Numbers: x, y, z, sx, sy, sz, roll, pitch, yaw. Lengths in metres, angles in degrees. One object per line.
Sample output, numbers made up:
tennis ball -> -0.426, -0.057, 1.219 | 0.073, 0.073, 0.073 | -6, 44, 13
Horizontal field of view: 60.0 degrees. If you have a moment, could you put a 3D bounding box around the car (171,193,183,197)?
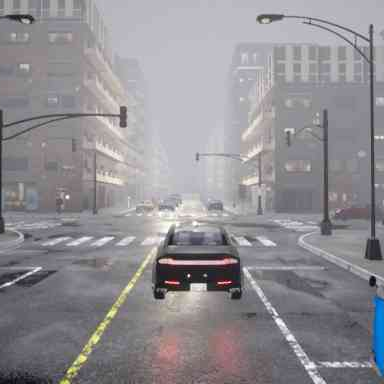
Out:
car -> -2.929, 1.245, 61.484 | 2.150, 2.045, 5.566 | 0, 0, 1

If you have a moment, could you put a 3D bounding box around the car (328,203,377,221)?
car -> 13.703, 1.608, 28.008 | 4.097, 1.590, 1.967 | 0, -1, 1

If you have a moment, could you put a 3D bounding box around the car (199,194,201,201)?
car -> 2.852, 1.552, 68.230 | 1.752, 1.417, 4.829 | 1, 0, 0

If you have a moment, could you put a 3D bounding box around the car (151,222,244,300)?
car -> 0.119, 1.494, 8.389 | 2.128, 1.511, 4.902 | 0, 0, 0

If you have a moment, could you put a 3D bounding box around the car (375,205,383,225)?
car -> 13.581, 1.583, 19.627 | 4.313, 1.339, 1.947 | 0, -1, 1

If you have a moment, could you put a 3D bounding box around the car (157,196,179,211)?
car -> -3.012, 1.562, 40.843 | 2.033, 1.411, 5.357 | 0, 0, 0

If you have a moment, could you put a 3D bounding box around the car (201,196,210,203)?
car -> 2.863, 1.612, 73.702 | 1.802, 1.307, 4.206 | 1, 0, 0

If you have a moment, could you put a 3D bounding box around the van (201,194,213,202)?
van -> 2.830, 1.362, 56.774 | 1.690, 1.788, 3.998 | 1, 0, 0

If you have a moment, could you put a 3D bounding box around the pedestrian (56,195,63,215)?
pedestrian -> -12.471, 1.217, 31.322 | 0.375, 1.860, 0.375 | 0, -1, 1

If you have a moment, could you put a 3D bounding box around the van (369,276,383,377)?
van -> 2.678, 1.342, 1.900 | 1.690, 1.788, 3.998 | 1, 0, 0

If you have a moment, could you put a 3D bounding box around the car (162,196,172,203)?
car -> -5.516, 1.575, 73.721 | 1.887, 1.381, 4.507 | 1, 0, 0

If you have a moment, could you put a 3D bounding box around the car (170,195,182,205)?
car -> -2.983, 1.544, 50.747 | 1.812, 1.442, 4.674 | 0, 0, 0

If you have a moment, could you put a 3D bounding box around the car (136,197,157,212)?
car -> -5.590, 1.539, 39.695 | 1.752, 1.417, 4.829 | 1, 0, 0

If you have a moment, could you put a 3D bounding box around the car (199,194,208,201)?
car -> 2.892, 1.352, 84.987 | 2.192, 1.841, 5.009 | 1, 0, 0

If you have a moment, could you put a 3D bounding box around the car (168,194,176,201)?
car -> -5.478, 1.480, 90.649 | 1.967, 1.590, 4.097 | 1, 0, 0

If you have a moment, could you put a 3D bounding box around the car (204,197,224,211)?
car -> 2.790, 1.580, 39.847 | 1.947, 1.339, 4.313 | 1, 0, 0

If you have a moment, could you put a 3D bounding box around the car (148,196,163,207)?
car -> -5.564, 1.459, 51.150 | 1.967, 1.590, 4.097 | 1, 0, 0

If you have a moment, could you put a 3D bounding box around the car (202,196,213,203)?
car -> 2.802, 1.567, 45.489 | 2.008, 1.369, 4.403 | 1, 0, 0
